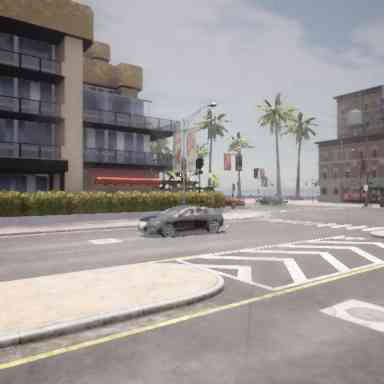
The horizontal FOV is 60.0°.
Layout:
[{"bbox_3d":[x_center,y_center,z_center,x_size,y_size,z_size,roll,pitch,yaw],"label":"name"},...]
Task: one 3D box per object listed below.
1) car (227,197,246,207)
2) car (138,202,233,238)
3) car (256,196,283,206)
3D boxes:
[{"bbox_3d":[6.106,1.463,51.220,1.882,1.535,5.008,0,0,-35],"label":"car"},{"bbox_3d":[-0.483,1.487,17.750,4.902,1.511,2.128,0,0,-35],"label":"car"},{"bbox_3d":[12.608,1.487,54.468,1.837,1.490,4.892,0,0,-35],"label":"car"}]
